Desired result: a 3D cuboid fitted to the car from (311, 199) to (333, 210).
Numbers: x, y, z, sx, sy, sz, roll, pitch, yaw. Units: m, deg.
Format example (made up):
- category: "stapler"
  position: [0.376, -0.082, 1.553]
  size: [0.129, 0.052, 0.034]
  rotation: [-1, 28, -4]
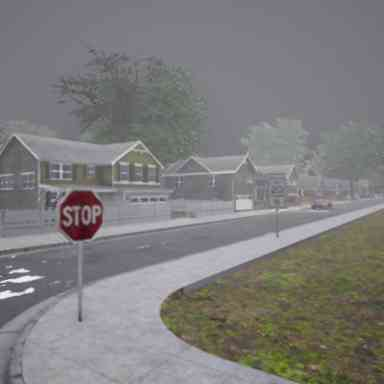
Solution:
- category: "car"
  position: [17.442, 1.634, 44.414]
  size: [2.033, 1.411, 5.357]
  rotation: [-1, 0, 35]
